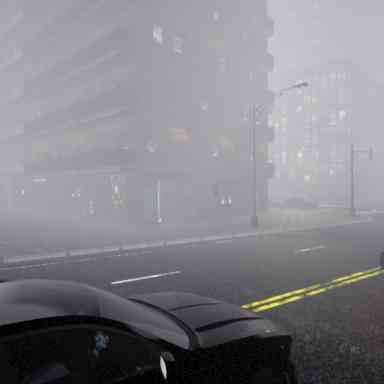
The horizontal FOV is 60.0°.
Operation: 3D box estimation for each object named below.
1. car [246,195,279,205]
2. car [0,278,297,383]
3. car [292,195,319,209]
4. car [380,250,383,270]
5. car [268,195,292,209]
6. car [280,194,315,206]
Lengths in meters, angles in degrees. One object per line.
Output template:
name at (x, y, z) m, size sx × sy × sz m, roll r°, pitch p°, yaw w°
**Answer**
car at (10.299, 1.097, 48.727) m, size 4.313 × 1.339 × 1.947 m, roll 1°, pitch 0°, yaw 43°
car at (-1.255, 1.478, 2.584) m, size 5.008 × 1.535 × 1.882 m, roll 0°, pitch 0°, yaw -36°
car at (12.462, 1.258, 38.717) m, size 4.181 × 1.385 × 1.994 m, roll 1°, pitch 1°, yaw 43°
car at (6.825, 1.598, 8.533) m, size 4.718 × 1.301 × 1.895 m, roll 0°, pitch 0°, yaw -37°
car at (8.684, 1.191, 38.617) m, size 4.829 × 1.417 × 1.752 m, roll 1°, pitch 0°, yaw 43°
car at (14.254, 1.055, 45.115) m, size 4.097 × 1.590 × 1.967 m, roll 1°, pitch 0°, yaw 43°
